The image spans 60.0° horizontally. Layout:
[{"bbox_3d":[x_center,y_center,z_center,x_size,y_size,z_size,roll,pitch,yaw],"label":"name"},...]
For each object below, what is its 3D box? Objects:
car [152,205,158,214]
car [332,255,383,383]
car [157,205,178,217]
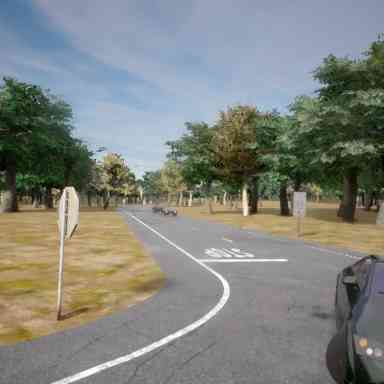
[{"bbox_3d":[-5.665,2.961,56.886,1.882,1.535,5.008,3,-2,-14],"label":"car"},{"bbox_3d":[3.109,1.643,4.624,1.994,1.385,4.181,1,-1,22],"label":"car"},{"bbox_3d":[-3.421,2.850,48.036,1.895,1.301,4.718,3,-2,-13],"label":"car"}]
